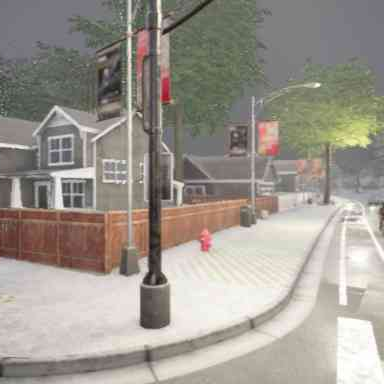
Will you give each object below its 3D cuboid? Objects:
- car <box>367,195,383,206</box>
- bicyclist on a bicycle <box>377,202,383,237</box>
[{"bbox_3d":[23.060,1.078,41.556,1.994,1.385,4.181,0,1,26],"label":"car"},{"bbox_3d":[8.487,1.277,14.728,0.582,1.620,1.656,0,1,23],"label":"bicyclist on a bicycle"}]
